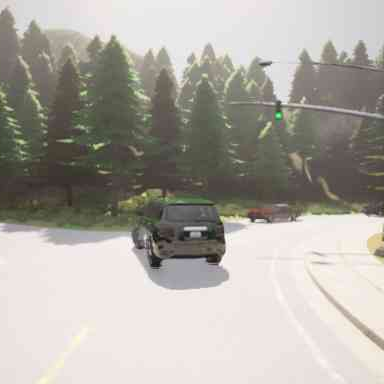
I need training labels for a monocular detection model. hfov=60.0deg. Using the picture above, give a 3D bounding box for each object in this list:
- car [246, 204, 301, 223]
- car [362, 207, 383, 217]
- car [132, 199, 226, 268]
[{"bbox_3d":[6.354,1.621,25.765,4.718,1.301,1.895,0,0,-38],"label":"car"},{"bbox_3d":[18.674,1.502,31.525,5.008,1.535,1.882,0,0,-10],"label":"car"},{"bbox_3d":[-0.654,1.235,11.628,2.150,2.045,5.566,1,0,-16],"label":"car"}]
